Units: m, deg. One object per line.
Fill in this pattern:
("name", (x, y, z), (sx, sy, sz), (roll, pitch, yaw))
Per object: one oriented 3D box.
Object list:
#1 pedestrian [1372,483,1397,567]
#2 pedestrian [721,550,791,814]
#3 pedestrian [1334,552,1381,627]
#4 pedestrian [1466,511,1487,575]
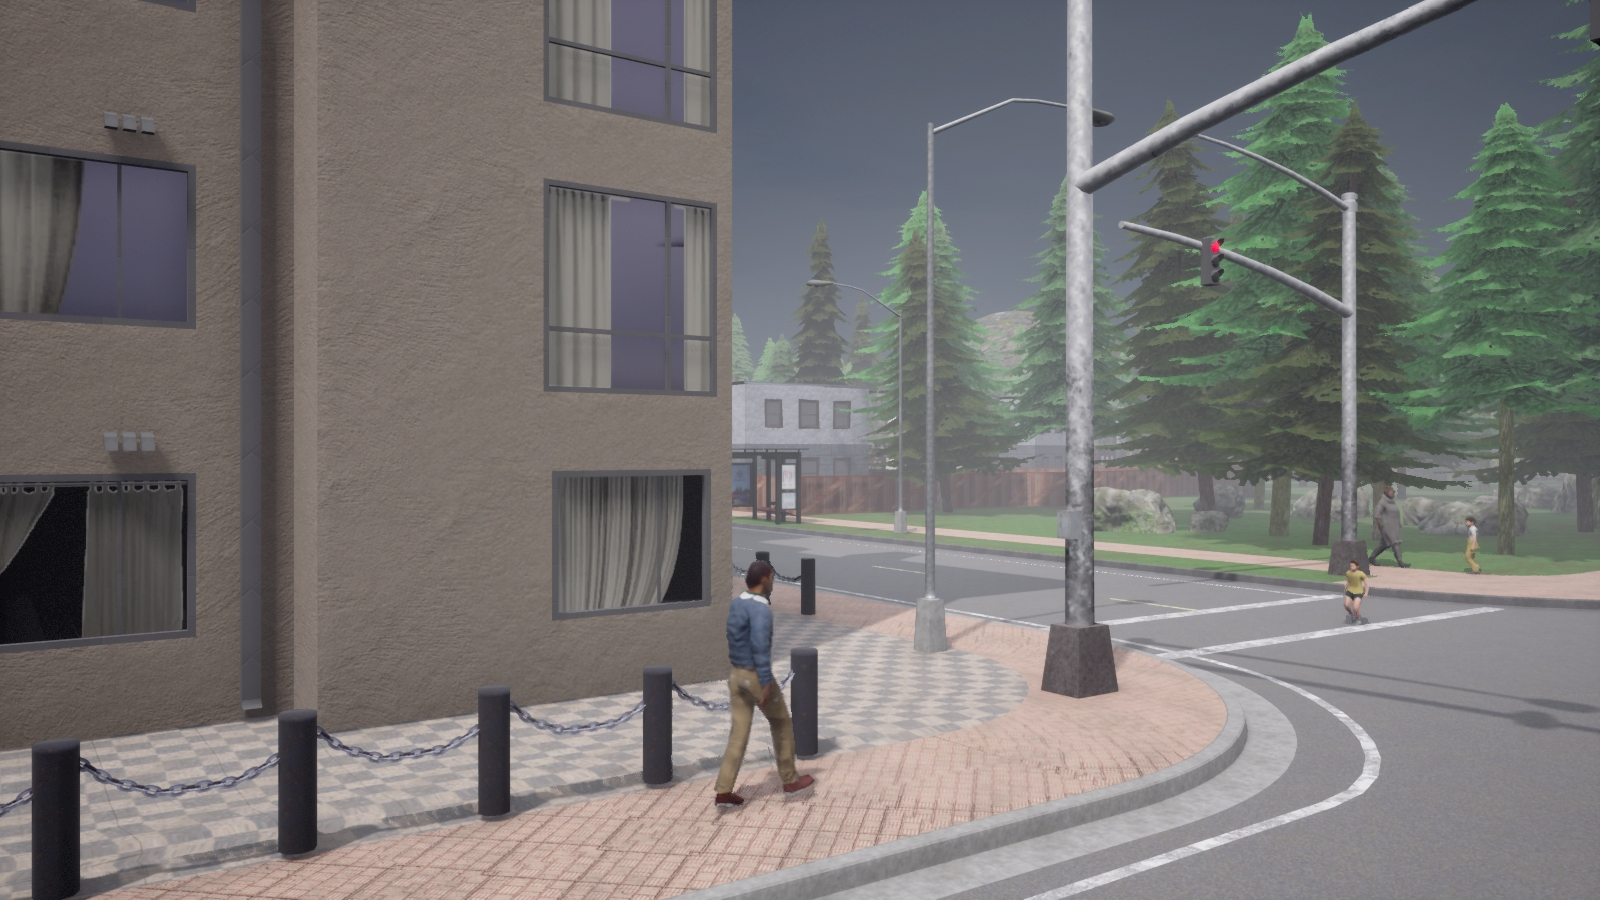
("pedestrian", (13.159, 1.676, 25.724), (0.375, 1.860, 0.375), (0, 0, -31))
("pedestrian", (-0.326, 1.694, 8.503), (0.375, 1.860, 0.375), (0, 0, -36))
("pedestrian", (8.859, 2.209, 18.152), (0.500, 1.100, 0.500), (0, 0, -36))
("pedestrian", (14.269, 1.956, 24.101), (0.375, 1.300, 0.375), (0, 0, 29))
